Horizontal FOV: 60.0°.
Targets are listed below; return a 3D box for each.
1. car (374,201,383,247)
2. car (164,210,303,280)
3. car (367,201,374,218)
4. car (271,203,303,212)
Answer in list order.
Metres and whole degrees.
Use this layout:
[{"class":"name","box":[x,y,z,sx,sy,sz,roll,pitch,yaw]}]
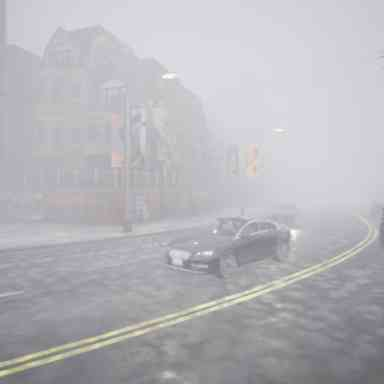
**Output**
[{"class":"car","box":[9.668,1.260,14.650,2.150,2.045,5.566,0,0,35]},{"class":"car","box":[1.309,1.525,10.272,2.128,1.511,4.902,0,0,43]},{"class":"car","box":[17.786,1.590,31.352,1.837,1.490,4.892,0,0,23]},{"class":"car","box":[6.944,1.551,24.358,1.882,1.535,5.008,0,0,25]}]
